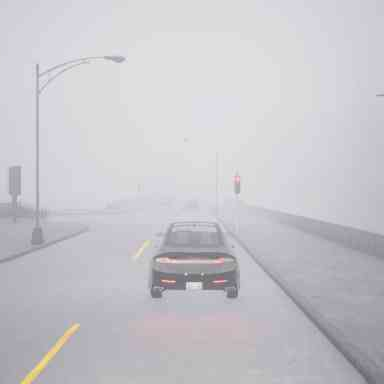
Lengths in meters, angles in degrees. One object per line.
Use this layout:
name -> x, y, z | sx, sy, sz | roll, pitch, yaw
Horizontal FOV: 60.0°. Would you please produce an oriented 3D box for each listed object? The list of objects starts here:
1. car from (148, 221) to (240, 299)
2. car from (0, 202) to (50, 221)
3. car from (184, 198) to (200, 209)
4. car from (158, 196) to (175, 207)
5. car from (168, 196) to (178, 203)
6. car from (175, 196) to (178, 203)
car -> 0.059, 1.492, 8.469 | 2.128, 1.511, 4.902 | 0, 0, 0
car -> -13.894, 1.525, 26.676 | 4.674, 1.442, 1.812 | 0, 0, -1
car -> -0.035, 1.491, 45.129 | 2.128, 1.511, 4.902 | 0, 0, 1
car -> -4.118, 1.547, 50.860 | 2.033, 1.411, 5.357 | 0, 0, 0
car -> -4.029, 1.552, 70.343 | 1.994, 1.385, 4.181 | 0, 0, 0
car -> -4.094, 1.601, 60.526 | 1.895, 1.301, 4.718 | 0, 0, 0
